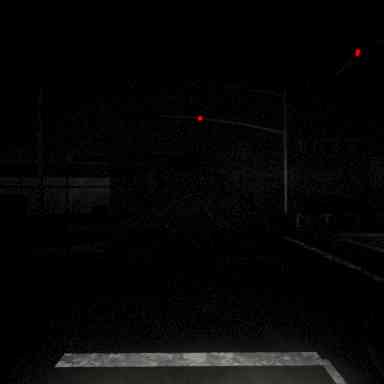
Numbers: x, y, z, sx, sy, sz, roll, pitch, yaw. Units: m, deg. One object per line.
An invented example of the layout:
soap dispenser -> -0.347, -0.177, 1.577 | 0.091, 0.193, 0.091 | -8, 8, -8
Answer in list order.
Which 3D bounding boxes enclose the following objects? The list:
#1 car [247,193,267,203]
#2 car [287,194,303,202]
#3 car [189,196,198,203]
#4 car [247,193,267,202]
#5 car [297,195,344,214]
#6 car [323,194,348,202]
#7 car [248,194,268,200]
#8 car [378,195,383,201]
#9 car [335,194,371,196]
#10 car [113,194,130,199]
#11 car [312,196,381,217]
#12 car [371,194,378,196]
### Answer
car -> 12.859, 1.361, 65.692 | 3.806, 1.475, 1.970 | 0, 0, 0
car -> 21.338, 1.097, 65.757 | 4.605, 1.855, 1.932 | 0, 0, 0
car -> 0.282, 1.547, 69.721 | 2.033, 1.411, 5.357 | 0, 0, 0
car -> 13.459, 1.077, 69.018 | 3.866, 1.878, 1.905 | 0, 0, 0
car -> 13.021, 1.330, 31.435 | 5.027, 1.636, 2.152 | 0, 0, 0
car -> 31.326, 1.298, 72.731 | 4.514, 1.523, 2.007 | 0, 0, 0
car -> 18.146, 1.334, 91.646 | 4.902, 1.511, 2.128 | 0, 0, 0
car -> 38.731, 1.154, 62.675 | 5.027, 1.636, 2.152 | 0, 0, 0
car -> 20.657, 1.320, 43.305 | 3.633, 1.501, 1.845 | 0, 0, 0
car -> -19.389, 1.333, 91.627 | 4.674, 1.442, 1.812 | 0, 0, 0
car -> 13.084, 1.340, 28.298 | 4.514, 1.523, 2.007 | 0, 0, 0
car -> 38.387, 1.232, 69.091 | 3.806, 1.475, 1.970 | 0, 0, 0
